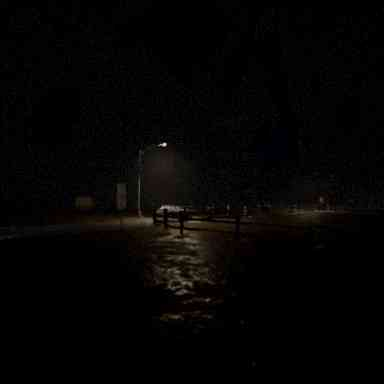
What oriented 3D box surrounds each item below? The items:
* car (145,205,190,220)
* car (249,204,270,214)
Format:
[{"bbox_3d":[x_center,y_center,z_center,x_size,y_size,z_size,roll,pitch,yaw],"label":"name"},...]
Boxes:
[{"bbox_3d":[-2.300,2.049,33.769,2.033,1.411,5.357,0,-2,35],"label":"car"},{"bbox_3d":[10.440,2.536,51.550,2.128,1.511,4.902,0,-2,36],"label":"car"}]
